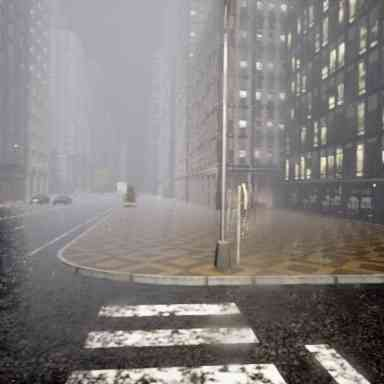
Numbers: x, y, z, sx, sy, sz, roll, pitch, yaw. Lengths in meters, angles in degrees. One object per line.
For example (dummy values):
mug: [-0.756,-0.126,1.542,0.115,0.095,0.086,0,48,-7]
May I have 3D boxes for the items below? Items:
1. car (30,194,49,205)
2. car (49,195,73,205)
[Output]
car: [-22.538,1.094,49.481,2.128,1.511,4.902,1,0,-8]
car: [-19.323,1.182,49.952,2.033,1.411,5.357,1,0,-8]
